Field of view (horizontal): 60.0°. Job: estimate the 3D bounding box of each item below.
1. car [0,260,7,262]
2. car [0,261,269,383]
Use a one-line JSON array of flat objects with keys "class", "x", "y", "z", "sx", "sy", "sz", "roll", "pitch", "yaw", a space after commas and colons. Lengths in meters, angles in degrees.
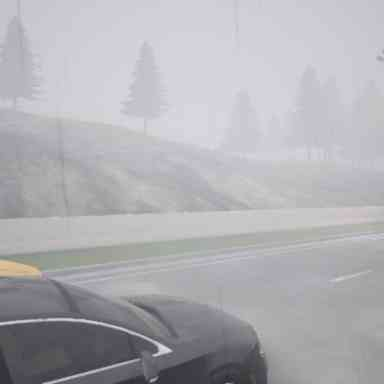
[{"class": "car", "x": -4.780, "y": 1.468, "z": 4.636, "sx": 5.008, "sy": 1.535, "sz": 1.882, "roll": 0, "pitch": 0, "yaw": -36}, {"class": "car", "x": -1.451, "y": 1.507, "z": 2.708, "sx": 4.892, "sy": 1.490, "sz": 1.837, "roll": 1, "pitch": 0, "yaw": -36}]
